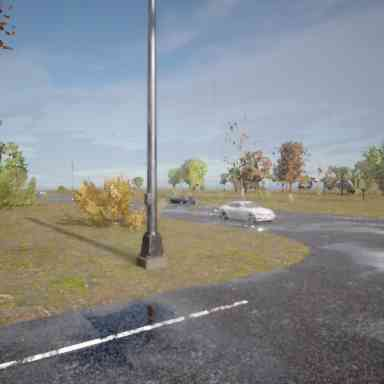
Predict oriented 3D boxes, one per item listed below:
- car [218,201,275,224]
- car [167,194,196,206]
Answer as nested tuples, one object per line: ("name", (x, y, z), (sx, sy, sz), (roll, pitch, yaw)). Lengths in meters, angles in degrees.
("car", (3.788, 1.386, 23.956), (1.812, 1.442, 4.674), (-1, 1, -35))
("car", (-1.395, 1.046, 43.485), (2.128, 1.511, 4.902), (-1, 1, -35))
